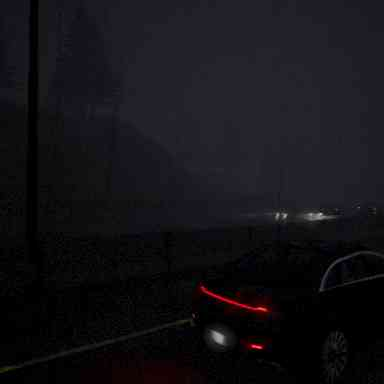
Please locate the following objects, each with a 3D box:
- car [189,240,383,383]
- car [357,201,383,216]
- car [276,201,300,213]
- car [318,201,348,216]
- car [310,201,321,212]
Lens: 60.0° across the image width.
[{"bbox_3d":[2.236,1.562,5.485,4.902,1.511,2.128,1,-1,-38],"label":"car"},{"bbox_3d":[20.728,1.876,38.715,2.097,1.767,4.553,0,-1,38],"label":"car"},{"bbox_3d":[13.402,2.048,46.368,2.128,1.511,4.902,0,-1,38],"label":"car"},{"bbox_3d":[17.090,2.113,39.717,1.895,1.301,4.718,0,-1,39],"label":"car"},{"bbox_3d":[17.981,2.082,46.595,2.128,1.511,4.902,0,-1,36],"label":"car"}]
